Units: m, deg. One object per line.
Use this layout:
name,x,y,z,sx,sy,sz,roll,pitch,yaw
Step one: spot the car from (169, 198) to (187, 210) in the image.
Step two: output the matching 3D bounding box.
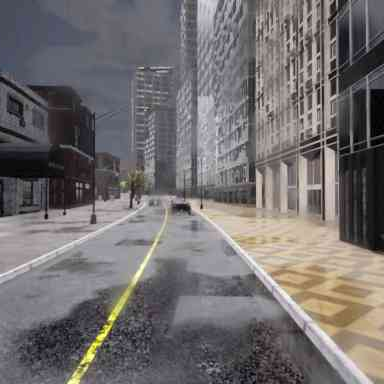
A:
car,-1.931,1.531,44.089,2.033,1.411,5.357,0,0,-5

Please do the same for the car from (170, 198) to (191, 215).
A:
car,-1.111,1.483,33.660,2.128,1.511,4.902,0,0,-4

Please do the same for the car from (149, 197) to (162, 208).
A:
car,-5.343,1.466,49.066,2.128,1.511,4.902,0,0,-6
